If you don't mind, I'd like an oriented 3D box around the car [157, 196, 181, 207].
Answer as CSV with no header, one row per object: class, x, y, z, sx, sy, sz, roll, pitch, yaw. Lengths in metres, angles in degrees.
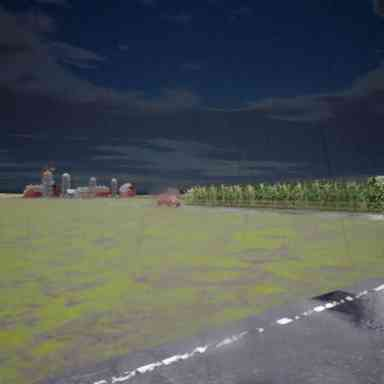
car,-4.261,1.661,60.396,2.150,2.045,5.566,0,-1,-35
